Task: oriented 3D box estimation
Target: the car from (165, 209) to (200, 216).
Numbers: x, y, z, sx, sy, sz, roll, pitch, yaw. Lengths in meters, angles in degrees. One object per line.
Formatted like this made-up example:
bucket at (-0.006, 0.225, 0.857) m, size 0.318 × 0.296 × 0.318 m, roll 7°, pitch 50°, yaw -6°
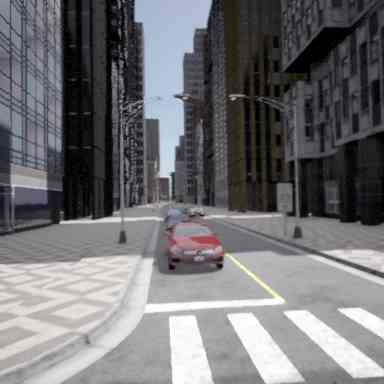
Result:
car at (-0.904, 2.177, 23.128) m, size 2.033 × 1.411 × 5.357 m, roll -1°, pitch -2°, yaw -5°

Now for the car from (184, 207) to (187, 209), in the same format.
car at (-1.781, 2.451, 33.787) m, size 1.812 × 1.442 × 4.674 m, roll -1°, pitch -2°, yaw -5°

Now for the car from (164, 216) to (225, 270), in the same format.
car at (-0.033, 1.864, 12.584) m, size 1.812 × 1.442 × 4.674 m, roll -1°, pitch -1°, yaw -6°

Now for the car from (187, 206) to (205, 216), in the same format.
car at (0.557, 2.742, 43.545) m, size 1.895 × 1.301 × 4.718 m, roll -1°, pitch -2°, yaw -4°

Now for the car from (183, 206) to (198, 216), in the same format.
car at (-0.325, 2.986, 53.505) m, size 1.994 × 1.385 × 4.181 m, roll -1°, pitch -1°, yaw -5°
